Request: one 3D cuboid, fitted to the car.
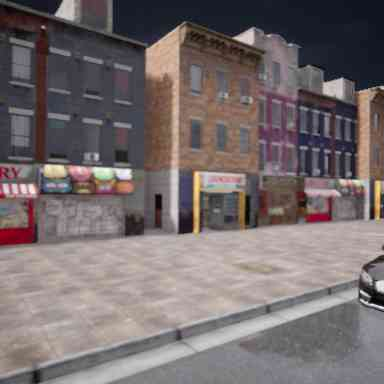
[{"bbox_3d":[5.353,1.535,6.865,4.902,1.511,2.128,0,0,-35],"label":"car"}]
